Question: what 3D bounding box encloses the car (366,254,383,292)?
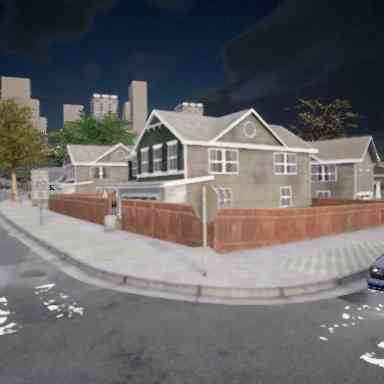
[{"bbox_3d":[6.176,1.543,7.973,5.357,1.411,2.033,0,0,-40],"label":"car"}]
